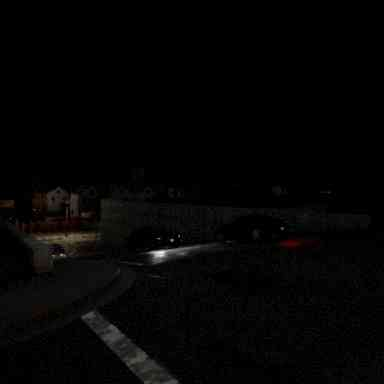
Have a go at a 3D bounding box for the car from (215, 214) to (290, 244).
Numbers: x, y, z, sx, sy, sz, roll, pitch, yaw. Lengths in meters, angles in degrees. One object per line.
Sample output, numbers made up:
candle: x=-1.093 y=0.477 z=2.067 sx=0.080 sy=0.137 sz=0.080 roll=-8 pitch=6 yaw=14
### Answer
car: x=3.351 y=2.154 z=19.635 sx=1.882 sy=1.535 sz=5.008 roll=0 pitch=-9 yaw=-35

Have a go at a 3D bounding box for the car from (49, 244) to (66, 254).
car: x=-18.103 y=7.502 z=43.564 sx=1.812 sy=1.442 sz=4.674 roll=0 pitch=-9 yaw=-35

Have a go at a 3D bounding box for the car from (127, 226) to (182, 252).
car: x=-2.529 y=2.957 z=21.240 sx=1.837 sy=1.490 sz=4.892 roll=0 pitch=-10 yaw=-35
